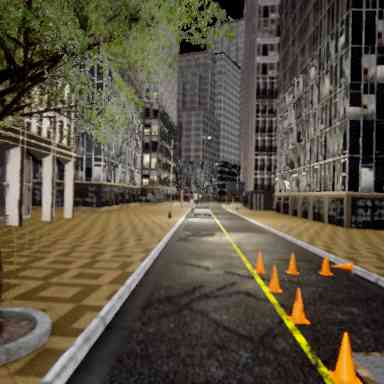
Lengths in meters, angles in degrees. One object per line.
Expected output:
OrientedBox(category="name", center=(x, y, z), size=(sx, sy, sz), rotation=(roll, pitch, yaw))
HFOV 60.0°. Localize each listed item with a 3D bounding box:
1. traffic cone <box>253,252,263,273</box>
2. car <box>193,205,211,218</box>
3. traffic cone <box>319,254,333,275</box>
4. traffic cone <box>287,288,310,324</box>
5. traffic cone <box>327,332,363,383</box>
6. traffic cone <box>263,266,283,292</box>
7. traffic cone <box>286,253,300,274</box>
OrientedBox(category="traffic cone", center=(2.069, 2.136, 10.173), size=(0.340, 0.580, 0.340), rotation=(2, -1, 1))
OrientedBox(category="car", center=(1.139, 2.112, 37.095), size=(1.895, 1.301, 4.718), rotation=(1, -1, 1))
OrientedBox(category="traffic cone", center=(4.068, 2.188, 10.125), size=(0.340, 0.580, 0.340), rotation=(1, -1, 1))
OrientedBox(category="traffic cone", center=(1.974, 2.084, 6.175), size=(0.340, 0.580, 0.340), rotation=(1, -1, 1))
OrientedBox(category="traffic cone", center=(1.927, 2.058, 4.175), size=(0.340, 0.580, 0.340), rotation=(1, -1, 1))
OrientedBox(category="traffic cone", center=(2.022, 2.110, 8.174), size=(0.340, 0.580, 0.340), rotation=(1, -1, 1))
OrientedBox(category="traffic cone", center=(3.069, 2.162, 10.149), size=(0.340, 0.580, 0.340), rotation=(1, -1, 1))
